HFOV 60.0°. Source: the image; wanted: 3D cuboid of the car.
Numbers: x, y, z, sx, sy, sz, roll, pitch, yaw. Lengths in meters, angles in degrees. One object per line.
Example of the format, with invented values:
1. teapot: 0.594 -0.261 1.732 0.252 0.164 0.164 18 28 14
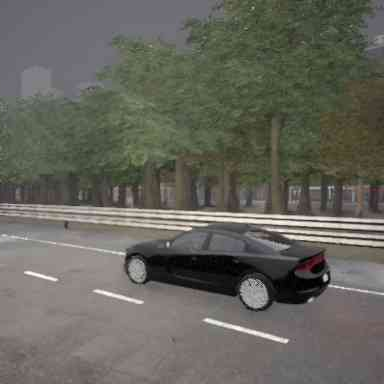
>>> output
1. car: 0.528 1.497 7.793 5.008 1.535 1.882 0 0 36
